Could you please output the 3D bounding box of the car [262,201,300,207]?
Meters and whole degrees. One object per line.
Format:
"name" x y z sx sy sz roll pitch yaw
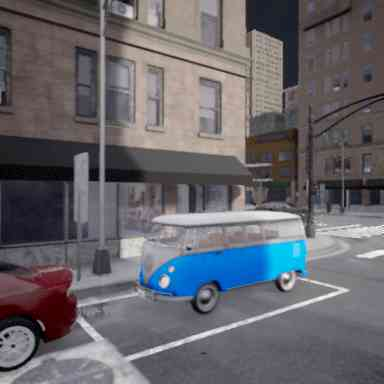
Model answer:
"car" 7.187 1.482 25.954 1.882 1.535 5.008 0 0 -36

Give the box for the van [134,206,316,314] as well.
"van" 0.786 1.343 7.322 3.998 1.788 1.690 0 0 -35

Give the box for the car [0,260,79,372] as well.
"car" -3.762 1.544 4.080 4.507 1.381 1.887 0 0 -35
